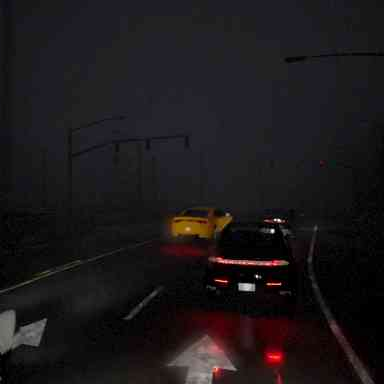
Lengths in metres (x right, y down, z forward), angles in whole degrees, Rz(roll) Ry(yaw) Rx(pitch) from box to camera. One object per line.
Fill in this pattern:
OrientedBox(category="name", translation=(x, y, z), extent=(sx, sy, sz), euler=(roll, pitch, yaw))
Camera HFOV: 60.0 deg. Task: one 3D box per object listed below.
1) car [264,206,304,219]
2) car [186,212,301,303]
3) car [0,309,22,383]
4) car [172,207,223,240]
OrientedBox(category="car", translation=(4.598, 1.505, 17.207), extent=(1.837, 1.490, 4.892), euler=(0, 0, 21))
OrientedBox(category="car", translation=(1.538, 1.492, 8.323), extent=(2.128, 1.511, 4.902), euler=(0, 0, 13))
OrientedBox(category="car", translation=(-3.124, 1.601, 1.947), extent=(1.895, 1.301, 4.718), euler=(0, 0, 4))
OrientedBox(category="car", translation=(0.702, 1.478, 16.664), extent=(1.882, 1.535, 5.008), euler=(0, 0, 21))
